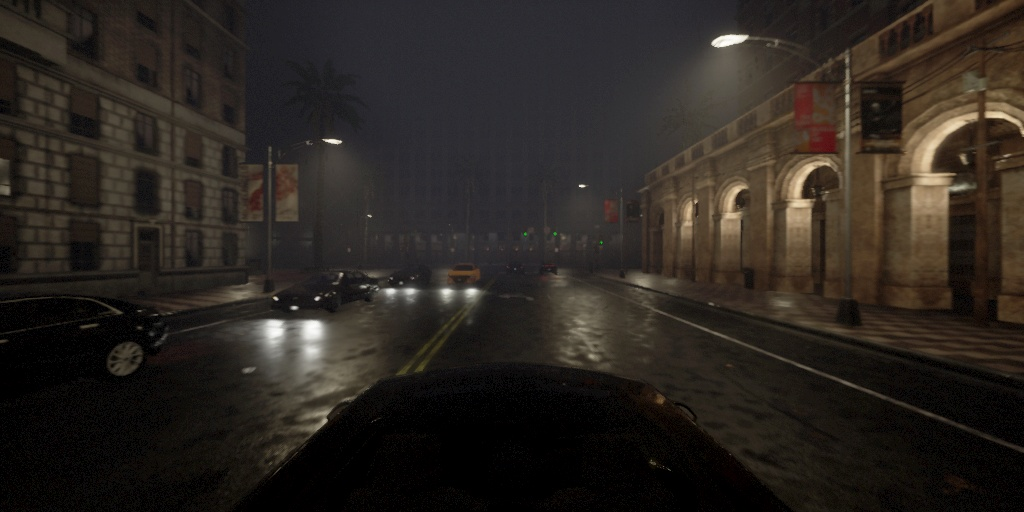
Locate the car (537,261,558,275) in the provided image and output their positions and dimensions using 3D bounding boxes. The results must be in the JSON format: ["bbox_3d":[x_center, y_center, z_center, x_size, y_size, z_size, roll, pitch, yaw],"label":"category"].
[{"bbox_3d":[3.892,1.228,39.178,2.128,1.511,4.902,0,0,1],"label":"car"}]

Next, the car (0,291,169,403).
[{"bbox_3d":[-7.087,1.255,4.362,1.837,1.490,4.892,0,0,0],"label":"car"}]

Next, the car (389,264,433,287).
[{"bbox_3d":[-6.852,1.290,24.926,2.033,1.411,5.357,0,0,1],"label":"car"}]

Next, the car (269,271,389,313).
[{"bbox_3d":[-6.998,1.294,14.270,2.033,1.411,5.357,0,0,1],"label":"car"}]

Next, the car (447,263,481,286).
[{"bbox_3d":[-3.345,1.262,25.583,1.882,1.535,5.008,0,0,1],"label":"car"}]

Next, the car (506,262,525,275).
[{"bbox_3d":[0.359,1.301,38.433,1.994,1.385,4.181,0,0,1],"label":"car"}]
